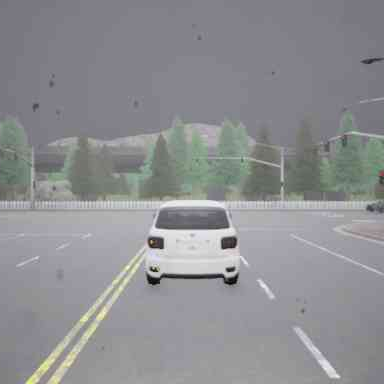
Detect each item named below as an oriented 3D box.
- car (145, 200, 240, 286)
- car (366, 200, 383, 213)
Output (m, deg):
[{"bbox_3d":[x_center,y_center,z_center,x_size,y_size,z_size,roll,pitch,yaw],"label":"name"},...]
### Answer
[{"bbox_3d":[0.016,1.225,9.576,2.150,2.045,5.566,0,0,0],"label":"car"},{"bbox_3d":[21.235,1.514,36.050,4.181,1.385,1.994,0,0,0],"label":"car"}]
